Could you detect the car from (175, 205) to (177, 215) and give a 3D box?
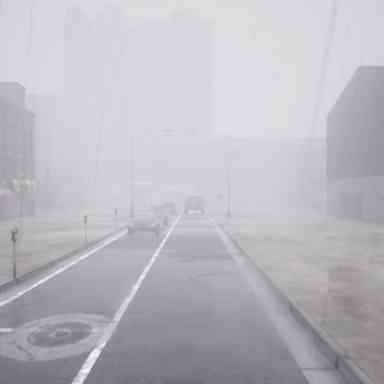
[{"bbox_3d":[-2.505,1.732,35.519,1.947,1.339,4.313,0,0,0],"label":"car"}]

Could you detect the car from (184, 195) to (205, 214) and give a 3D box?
[{"bbox_3d":[0.313,1.398,37.628,2.150,2.045,5.566,0,0,1],"label":"car"}]

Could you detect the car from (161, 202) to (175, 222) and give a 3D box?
[{"bbox_3d":[-2.547,1.681,24.615,1.947,1.339,4.313,0,0,0],"label":"car"}]

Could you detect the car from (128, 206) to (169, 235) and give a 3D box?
[{"bbox_3d":[-2.567,1.672,19.162,1.802,1.307,4.206,0,0,0],"label":"car"}]
